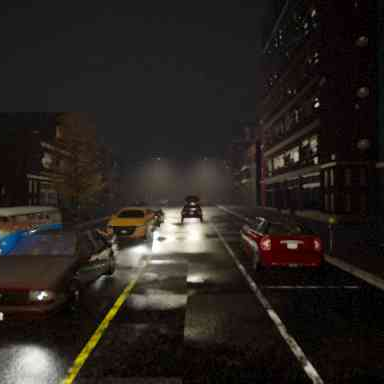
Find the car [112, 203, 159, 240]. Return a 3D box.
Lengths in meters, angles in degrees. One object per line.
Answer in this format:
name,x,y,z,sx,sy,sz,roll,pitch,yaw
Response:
car,-3.095,1.557,17.744,1.882,1.535,5.008,0,0,0

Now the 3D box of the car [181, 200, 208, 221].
car,0.002,1.674,28.182,2.033,1.411,5.357,0,0,0

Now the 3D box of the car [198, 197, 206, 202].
car,2.685,1.996,90.515,1.802,1.307,4.206,1,0,0

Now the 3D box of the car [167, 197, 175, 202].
car,-5.695,1.980,90.452,1.947,1.339,4.313,1,0,0

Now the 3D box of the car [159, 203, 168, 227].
car,-3.005,1.705,23.499,1.895,1.301,4.718,0,0,0

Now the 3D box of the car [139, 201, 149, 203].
car,-5.685,1.759,39.273,1.802,1.307,4.206,1,0,0

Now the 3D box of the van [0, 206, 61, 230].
van,-5.674,1.390,10.841,1.690,1.788,3.998,1,0,0

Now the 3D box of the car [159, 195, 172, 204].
car,-5.688,1.747,67.706,1.967,1.590,4.097,1,0,0

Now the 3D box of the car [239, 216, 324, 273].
car,2.704,1.489,10.903,1.967,1.590,4.097,1,0,0

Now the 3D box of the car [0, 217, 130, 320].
car,-3.089,1.583,7.893,2.033,1.411,5.357,0,0,0

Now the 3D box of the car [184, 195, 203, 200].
car,0.058,1.425,45.252,2.150,2.045,5.566,0,0,0

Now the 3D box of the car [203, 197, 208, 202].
car,2.689,1.859,73.626,1.752,1.417,4.829,1,0,0

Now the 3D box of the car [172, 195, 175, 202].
car,-5.693,1.926,79.080,1.947,1.339,4.313,1,0,0
